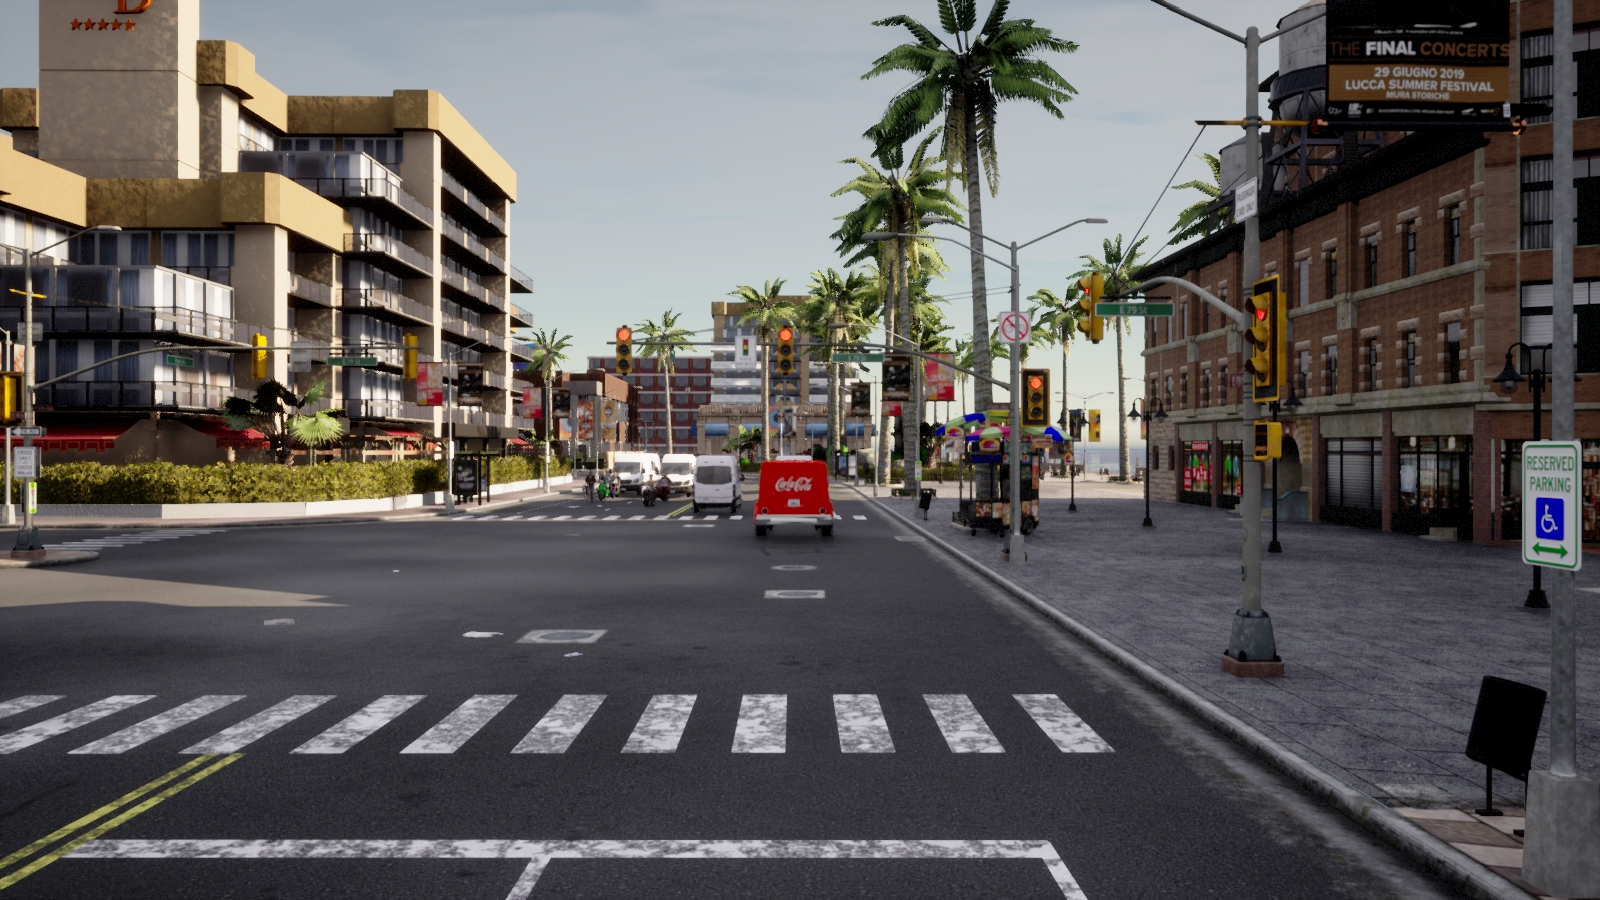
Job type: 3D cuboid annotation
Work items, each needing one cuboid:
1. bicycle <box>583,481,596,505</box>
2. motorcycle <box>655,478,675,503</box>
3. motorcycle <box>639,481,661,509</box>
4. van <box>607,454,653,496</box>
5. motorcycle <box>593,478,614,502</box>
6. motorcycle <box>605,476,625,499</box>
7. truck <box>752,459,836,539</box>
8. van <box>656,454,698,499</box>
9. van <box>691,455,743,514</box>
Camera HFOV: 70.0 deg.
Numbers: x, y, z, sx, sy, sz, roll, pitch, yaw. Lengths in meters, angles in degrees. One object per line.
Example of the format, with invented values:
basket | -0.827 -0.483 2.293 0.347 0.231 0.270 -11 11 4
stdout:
bicycle | -10.808 2.210 58.768 0.329 1.171 1.835 0 0 0
motorcycle | -7.339 2.205 62.130 0.867 1.251 2.209 0 0 0
motorcycle | -7.293 2.170 55.645 0.764 1.277 2.356 0 0 0
van | -10.790 1.534 73.068 1.988 2.561 5.915 0 0 1
motorcycle | -10.861 2.182 63.057 0.856 1.236 1.805 0 0 0
motorcycle | -10.875 2.205 67.200 0.867 1.251 2.209 0 0 0
truck | -0.203 1.567 38.684 2.627 2.467 5.204 0 0 0
van | -7.389 1.534 69.226 1.988 2.561 5.915 0 0 -1
van | -3.773 1.534 52.853 1.988 2.561 5.915 0 0 0
